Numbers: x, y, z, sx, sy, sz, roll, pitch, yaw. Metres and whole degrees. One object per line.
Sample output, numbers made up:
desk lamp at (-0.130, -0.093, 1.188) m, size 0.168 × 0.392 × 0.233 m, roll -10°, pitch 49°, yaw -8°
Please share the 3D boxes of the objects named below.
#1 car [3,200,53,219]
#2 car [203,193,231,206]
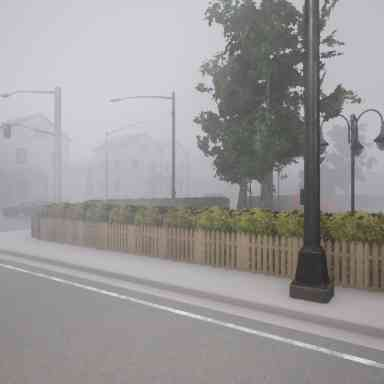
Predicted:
car at (-13.960, 1.478, 29.389) m, size 1.882 × 1.535 × 5.008 m, roll 0°, pitch 0°, yaw 35°
car at (3.515, 1.221, 48.168) m, size 2.150 × 2.045 × 5.566 m, roll 0°, pitch 0°, yaw 35°
